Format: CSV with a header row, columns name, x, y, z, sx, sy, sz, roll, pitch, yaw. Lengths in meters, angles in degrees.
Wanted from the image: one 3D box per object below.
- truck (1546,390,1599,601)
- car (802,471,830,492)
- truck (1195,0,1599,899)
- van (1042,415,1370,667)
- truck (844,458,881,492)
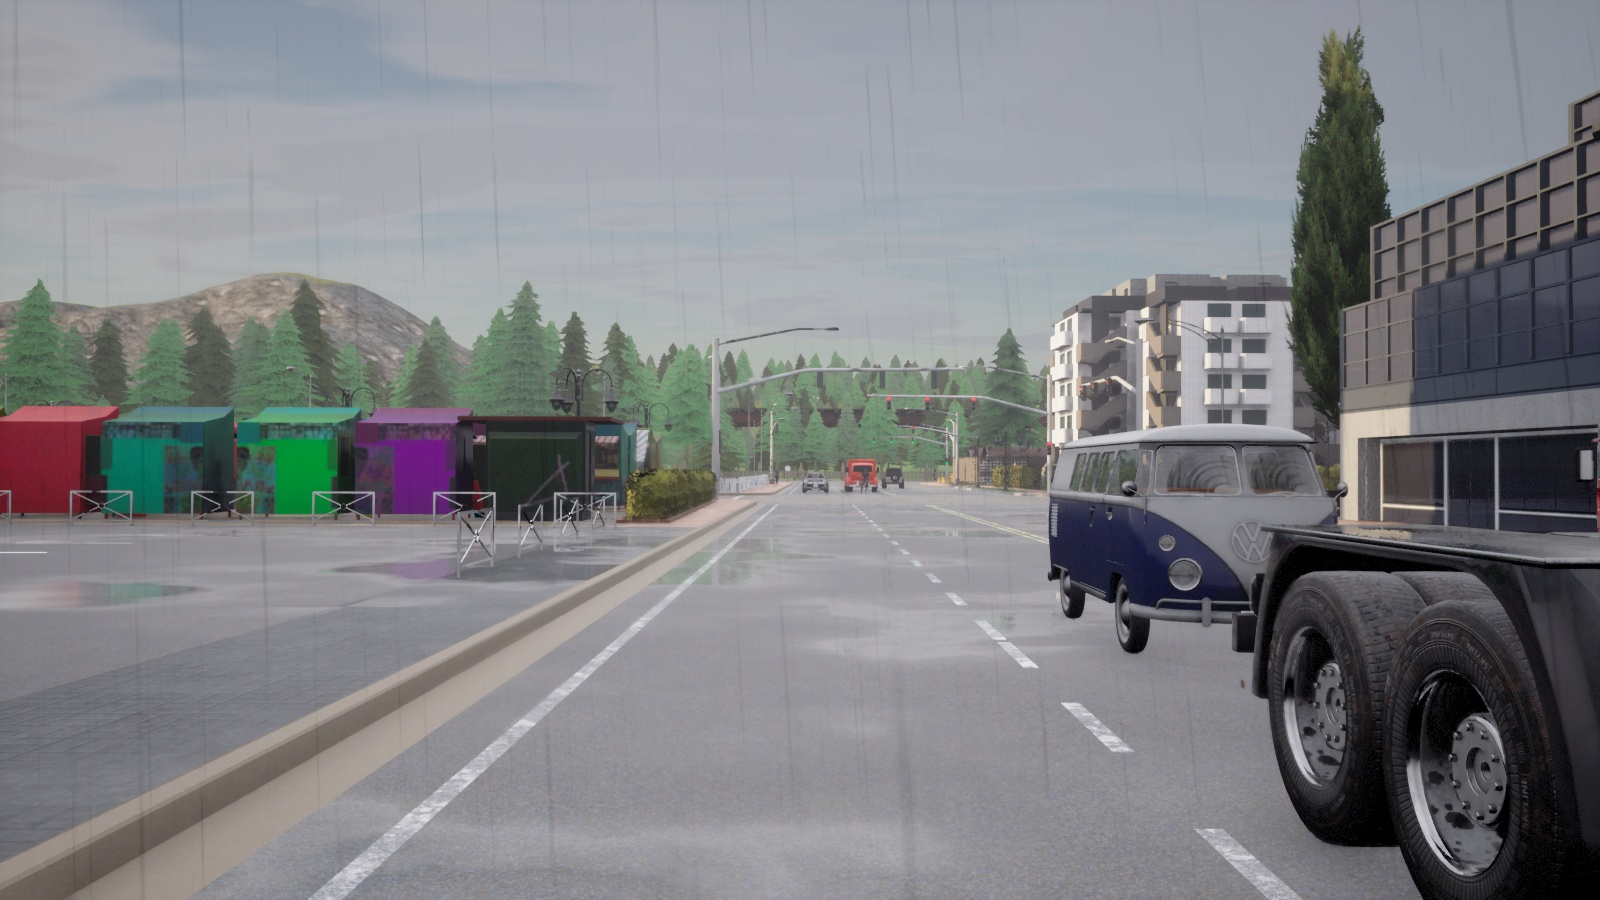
name,x,y,z,sx,sy,sz,roll,pitch,yaw
truck,10.644,0.505,13.124,2.627,2.467,5.204,0,-1,1
car,1.145,2.303,91.206,1.970,1.475,3.806,0,-1,1
truck,3.522,-0.137,2.678,2.891,3.462,7.936,0,-1,1
van,3.632,0.756,12.149,1.775,1.987,4.442,0,-1,1
truck,4.707,1.910,95.614,2.627,2.467,5.204,0,-1,1
